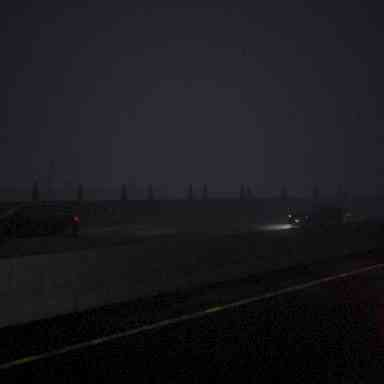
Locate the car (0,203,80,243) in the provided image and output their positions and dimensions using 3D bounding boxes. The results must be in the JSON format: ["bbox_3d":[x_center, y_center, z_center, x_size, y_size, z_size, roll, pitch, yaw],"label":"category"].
[{"bbox_3d":[-7.757,1.342,15.655,4.553,1.767,2.097,0,0,-35],"label":"car"}]

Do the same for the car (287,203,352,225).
[{"bbox_3d":[9.048,1.503,23.328,5.357,1.411,2.033,0,0,-35],"label":"car"}]
